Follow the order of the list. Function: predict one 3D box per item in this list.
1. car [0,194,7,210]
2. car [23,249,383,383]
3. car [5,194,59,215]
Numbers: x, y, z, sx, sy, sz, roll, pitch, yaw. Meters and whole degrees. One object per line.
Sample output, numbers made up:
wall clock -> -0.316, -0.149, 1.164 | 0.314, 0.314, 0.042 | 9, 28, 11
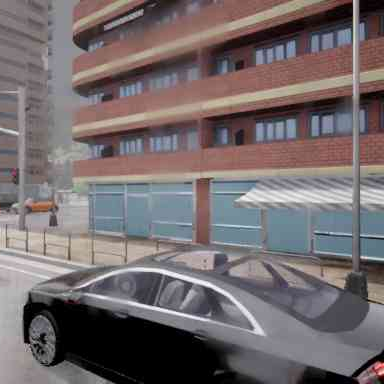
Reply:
car -> -20.213, 1.221, 35.044 | 2.150, 2.045, 5.566 | 0, 0, 35
car -> -0.181, 1.491, 4.117 | 4.902, 1.511, 2.128 | 0, 0, 35
car -> -16.287, 1.352, 34.487 | 2.097, 1.767, 4.553 | 0, 0, 36
